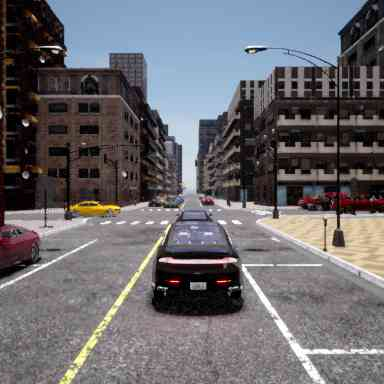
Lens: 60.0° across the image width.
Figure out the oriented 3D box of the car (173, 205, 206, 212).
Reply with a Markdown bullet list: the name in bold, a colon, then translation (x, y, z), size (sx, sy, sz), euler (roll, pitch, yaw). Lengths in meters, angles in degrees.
- **car**: translation (0.120, 1.565, 17.078), size (1.994, 1.385, 4.181), euler (0, 0, 0)

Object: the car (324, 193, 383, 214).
- **car**: translation (14.730, 1.029, 29.193), size (5.009, 1.841, 2.192), euler (-1, 1, 0)

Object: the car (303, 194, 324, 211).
- **car**: translation (14.610, 1.230, 35.001), size (4.674, 1.442, 1.812), euler (-1, 0, 0)

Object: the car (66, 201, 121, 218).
- **car**: translation (-9.298, 1.630, 31.623), size (5.008, 1.535, 1.882), euler (-1, 0, 0)

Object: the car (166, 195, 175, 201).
- **car**: translation (-5.585, 1.481, 85.377), size (1.967, 1.590, 4.097), euler (0, 0, 0)

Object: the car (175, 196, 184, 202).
- **car**: translation (-2.902, 1.572, 79.098), size (2.033, 1.411, 5.357), euler (0, 0, 0)

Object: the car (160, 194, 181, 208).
- **car**: translation (-3.006, 1.365, 48.229), size (2.097, 1.767, 4.553), euler (0, 0, 0)

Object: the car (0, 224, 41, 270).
- **car**: translation (-5.730, 1.582, 9.258), size (1.802, 1.307, 4.206), euler (0, 0, 0)

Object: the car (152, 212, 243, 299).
- **car**: translation (0.113, 1.491, 8.463), size (2.128, 1.511, 4.902), euler (0, 0, 0)

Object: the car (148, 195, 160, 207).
- **car**: translation (-5.627, 1.581, 51.281), size (1.947, 1.339, 4.313), euler (0, 0, 0)

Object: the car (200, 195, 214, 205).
- **car**: translation (2.760, 1.458, 56.955), size (1.967, 1.590, 4.097), euler (0, 0, 0)

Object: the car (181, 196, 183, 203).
- **car**: translation (-3.008, 1.620, 58.161), size (1.895, 1.301, 4.718), euler (0, 0, 0)

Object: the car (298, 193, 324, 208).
- **car**: translation (14.606, 1.015, 37.572), size (5.009, 1.841, 2.192), euler (-1, 1, 0)

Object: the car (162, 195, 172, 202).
- **car**: translation (-5.599, 1.471, 74.011), size (1.967, 1.590, 4.097), euler (0, 0, 0)

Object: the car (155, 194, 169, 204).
- **car**: translation (-5.613, 1.337, 62.646), size (2.192, 1.841, 5.009), euler (0, 0, 0)
